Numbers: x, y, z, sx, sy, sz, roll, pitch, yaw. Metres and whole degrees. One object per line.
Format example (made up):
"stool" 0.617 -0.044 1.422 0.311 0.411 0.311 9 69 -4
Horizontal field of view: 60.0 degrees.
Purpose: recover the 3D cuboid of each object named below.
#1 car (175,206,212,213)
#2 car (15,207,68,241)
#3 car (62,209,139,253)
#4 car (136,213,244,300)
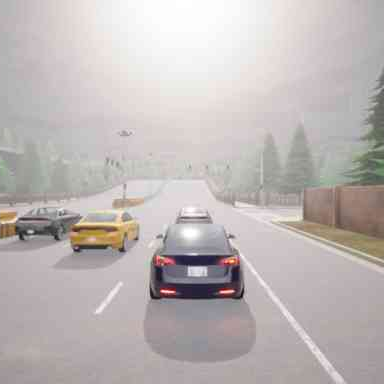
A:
"car" 0.097 1.491 17.534 2.128 1.511 4.902 0 0 0
"car" -6.902 1.491 16.646 2.128 1.511 4.902 0 0 0
"car" -3.401 1.477 13.798 1.882 1.535 5.008 0 0 0
"car" 0.100 1.503 8.444 2.163 1.488 4.792 0 0 0
